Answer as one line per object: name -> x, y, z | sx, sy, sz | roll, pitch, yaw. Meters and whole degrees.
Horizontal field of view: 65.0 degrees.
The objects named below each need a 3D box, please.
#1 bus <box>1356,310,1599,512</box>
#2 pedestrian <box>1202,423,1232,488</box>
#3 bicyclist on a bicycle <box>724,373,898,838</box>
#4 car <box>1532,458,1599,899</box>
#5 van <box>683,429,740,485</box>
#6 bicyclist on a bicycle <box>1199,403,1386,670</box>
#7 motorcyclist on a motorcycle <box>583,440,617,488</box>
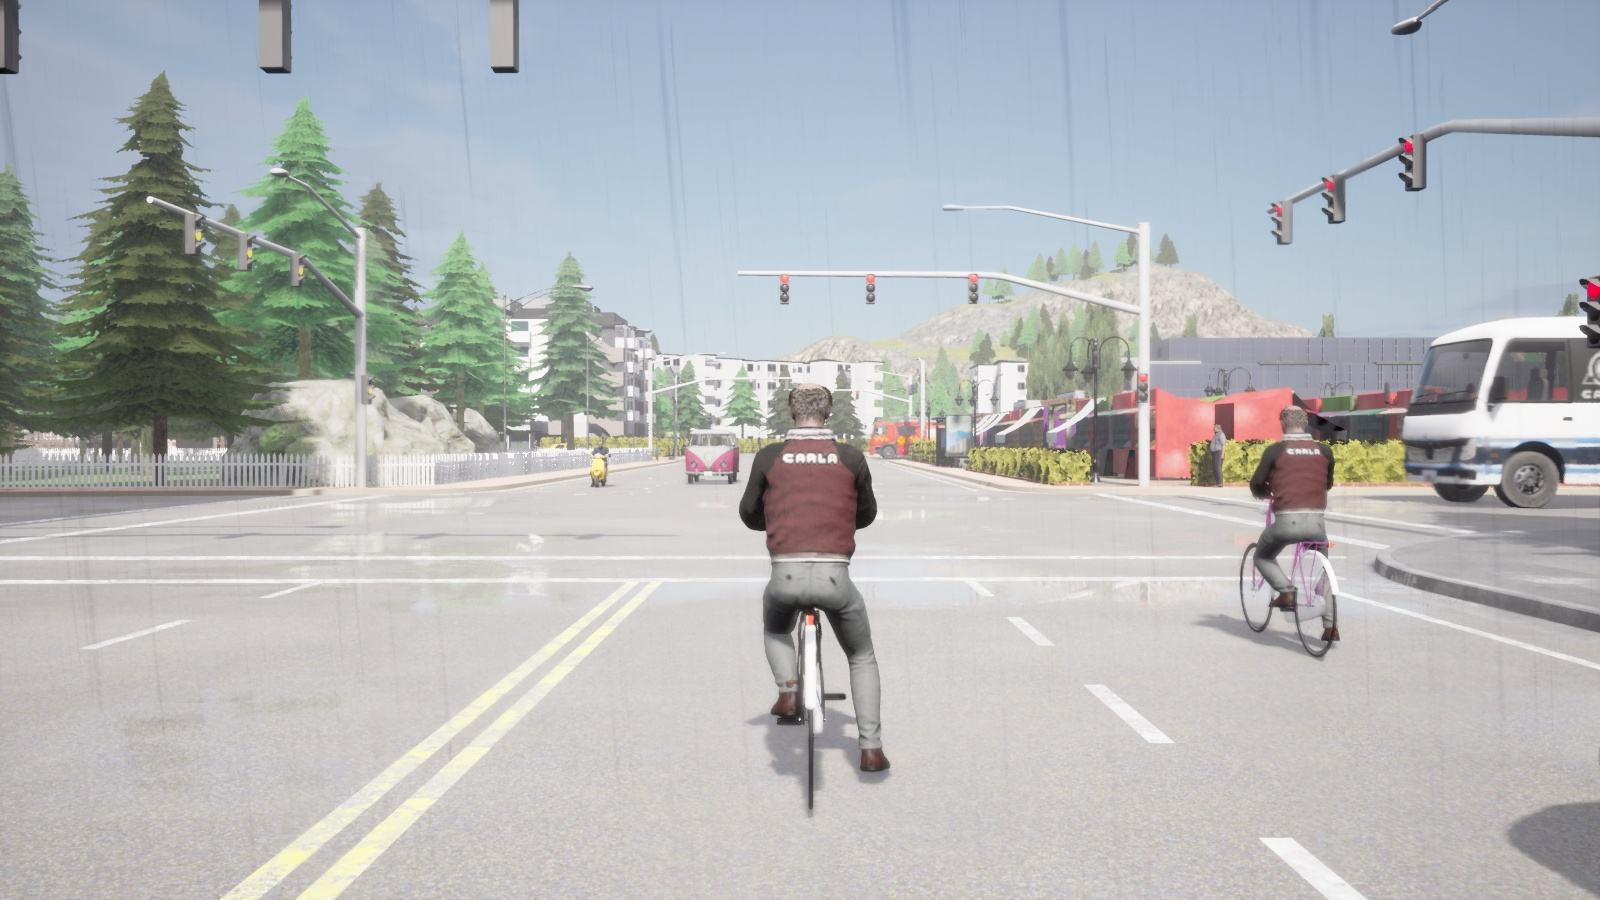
bus -> 18.595, -0.831, 28.429 | 10.273, 4.253, 3.944 | 0, 0, 0
pedestrian -> 11.835, 0.153, 35.629 | 0.694, 1.848, 0.540 | 0, 0, 2
bicyclist on a bicycle -> 0.046, 0.585, 5.708 | 0.659, 1.776, 1.843 | 0, 1, 0
car -> 3.526, 0.763, 2.164 | 1.812, 1.442, 4.674 | 0, 0, 0
van -> -3.237, 0.233, 46.760 | 1.775, 1.987, 4.442 | 0, 0, 0
bicyclist on a bicycle -> 3.564, 0.568, 9.269 | 0.659, 1.776, 1.843 | 0, 1, 0
motorcyclist on a motorcycle -> -6.760, 0.454, 42.533 | 0.866, 1.590, 1.817 | 0, 0, 0
